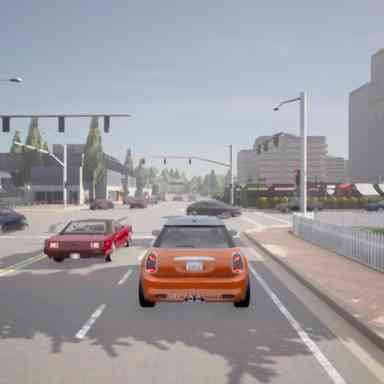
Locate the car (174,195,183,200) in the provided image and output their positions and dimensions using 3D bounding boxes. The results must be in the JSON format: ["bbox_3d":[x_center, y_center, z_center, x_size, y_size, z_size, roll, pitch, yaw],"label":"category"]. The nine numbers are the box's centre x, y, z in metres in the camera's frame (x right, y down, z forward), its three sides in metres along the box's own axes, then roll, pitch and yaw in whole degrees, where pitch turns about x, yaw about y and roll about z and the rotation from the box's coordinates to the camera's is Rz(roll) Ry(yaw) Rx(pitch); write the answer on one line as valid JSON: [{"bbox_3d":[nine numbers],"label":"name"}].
[{"bbox_3d":[-3.544,1.387,87.709,1.994,1.385,4.181,0,0,0],"label":"car"}]

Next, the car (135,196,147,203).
[{"bbox_3d":[-10.535,1.523,68.891,1.994,1.385,4.181,0,0,0],"label":"car"}]

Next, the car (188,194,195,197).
[{"bbox_3d":[-0.039,1.498,77.437,2.033,1.411,5.357,0,0,0],"label":"car"}]

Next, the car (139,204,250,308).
[{"bbox_3d":[0.060,1.348,8.101,2.097,1.767,4.553,0,0,0],"label":"car"}]

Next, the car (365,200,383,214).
[{"bbox_3d":[20.898,1.462,35.005,5.008,1.535,1.882,0,0,-2],"label":"car"}]

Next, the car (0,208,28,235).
[{"bbox_3d":[-10.609,1.556,17.795,1.994,1.385,4.181,0,0,0],"label":"car"}]

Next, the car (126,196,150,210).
[{"bbox_3d":[-7.017,1.582,43.736,1.895,1.301,4.718,0,0,-2],"label":"car"}]

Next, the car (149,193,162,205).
[{"bbox_3d":[-7.109,1.462,58.565,2.128,1.511,4.902,0,1,0],"label":"car"}]

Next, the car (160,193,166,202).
[{"bbox_3d":[-7.037,1.194,73.387,2.150,2.045,5.566,0,0,0],"label":"car"}]

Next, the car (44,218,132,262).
[{"bbox_3d":[-3.422,1.596,11.996,1.895,1.301,4.718,0,0,0],"label":"car"}]

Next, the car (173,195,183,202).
[{"bbox_3d":[-3.539,1.480,77.754,1.812,1.442,4.674,0,0,0],"label":"car"}]

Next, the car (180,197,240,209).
[{"bbox_3d":[1.818,1.493,28.424,4.892,1.490,1.837,0,2,24],"label":"car"}]

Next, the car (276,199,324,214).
[{"bbox_3d":[11.254,1.477,34.762,4.902,1.511,2.128,0,0,-1],"label":"car"}]

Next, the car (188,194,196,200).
[{"bbox_3d":[-0.044,1.360,87.712,2.128,1.511,4.902,0,0,0],"label":"car"}]

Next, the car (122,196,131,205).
[{"bbox_3d":[-10.613,1.483,56.703,1.837,1.490,4.892,0,-1,0],"label":"car"}]

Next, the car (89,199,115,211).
[{"bbox_3d":[-11.001,1.546,40.924,1.994,1.385,4.181,0,0,5],"label":"car"}]
